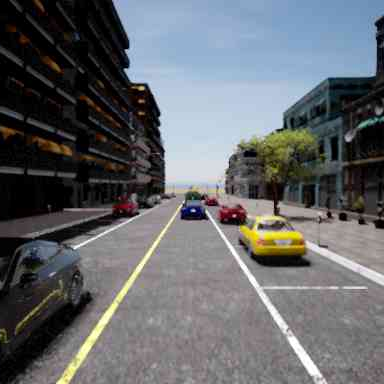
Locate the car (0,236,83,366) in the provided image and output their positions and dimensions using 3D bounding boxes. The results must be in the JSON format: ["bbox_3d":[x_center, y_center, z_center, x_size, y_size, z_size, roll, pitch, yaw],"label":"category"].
[{"bbox_3d":[-3.086,1.486,5.029,1.812,1.442,4.674,0,0,0],"label":"car"}]

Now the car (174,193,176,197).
[{"bbox_3d":[-5.709,0.887,91.431,1.802,1.307,4.206,-1,0,0],"label":"car"}]

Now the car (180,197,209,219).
[{"bbox_3d":[0.097,1.356,26.898,1.994,1.385,4.181,0,1,0],"label":"car"}]

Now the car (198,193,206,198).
[{"bbox_3d":[2.672,0.893,85.725,1.887,1.381,4.507,-1,0,0],"label":"car"}]

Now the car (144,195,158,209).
[{"bbox_3d":[-5.704,1.255,40.336,1.947,1.339,4.313,-1,0,0],"label":"car"}]

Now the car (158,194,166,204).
[{"bbox_3d":[-5.705,1.154,51.689,2.008,1.369,4.403,-1,0,0],"label":"car"}]

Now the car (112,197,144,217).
[{"bbox_3d":[-5.703,1.321,28.981,1.887,1.381,4.507,-1,0,0],"label":"car"}]

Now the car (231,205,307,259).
[{"bbox_3d":[2.680,1.431,12.091,1.752,1.417,4.829,-1,0,0],"label":"car"}]

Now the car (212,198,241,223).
[{"bbox_3d":[2.678,1.365,23.275,1.887,1.381,4.507,-1,0,0],"label":"car"}]

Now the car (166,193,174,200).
[{"bbox_3d":[-5.708,0.999,74.399,1.947,1.339,4.313,-1,0,0],"label":"car"}]

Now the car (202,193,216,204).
[{"bbox_3d":[2.676,1.229,45.985,1.802,1.307,4.206,-1,0,0],"label":"car"}]

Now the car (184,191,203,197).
[{"bbox_3d":[0.096,0.862,46.647,2.150,2.045,5.566,0,0,0],"label":"car"}]

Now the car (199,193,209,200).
[{"bbox_3d":[2.673,0.984,74.371,2.008,1.369,4.403,-1,0,0],"label":"car"}]

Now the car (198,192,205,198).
[{"bbox_3d":[2.671,0.829,91.573,1.752,1.417,4.829,-1,0,0],"label":"car"}]
